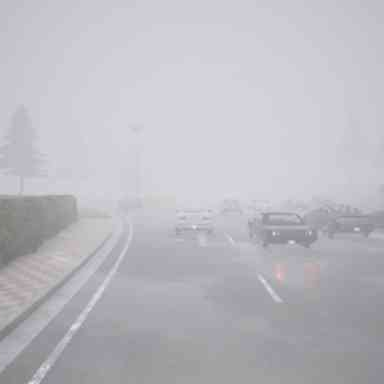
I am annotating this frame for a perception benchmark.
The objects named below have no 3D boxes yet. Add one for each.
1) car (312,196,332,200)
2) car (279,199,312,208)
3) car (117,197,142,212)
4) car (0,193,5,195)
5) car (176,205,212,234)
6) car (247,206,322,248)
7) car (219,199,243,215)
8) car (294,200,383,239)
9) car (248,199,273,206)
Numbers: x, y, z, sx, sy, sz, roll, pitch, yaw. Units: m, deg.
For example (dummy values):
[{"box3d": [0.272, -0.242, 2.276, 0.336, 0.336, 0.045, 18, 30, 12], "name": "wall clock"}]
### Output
[{"box3d": [14.108, 1.261, 36.631, 1.837, 1.490, 4.892, 0, 0, 0], "name": "car"}, {"box3d": [10.610, 1.367, 35.033, 1.895, 1.301, 4.718, 0, 0, 0], "name": "car"}, {"box3d": [-6.731, 1.255, 35.514, 2.128, 1.511, 4.902, 0, 0, -25], "name": "car"}, {"box3d": [-46.613, 0.988, 80.640, 4.718, 1.301, 1.895, 0, 0, 40], "name": "car"}, {"box3d": [0.091, 1.405, 18.056, 1.812, 1.442, 4.674, 0, 0, 0], "name": "car"}, {"box3d": [3.605, 1.505, 14.232, 1.895, 1.301, 4.718, 0, 0, 0], "name": "car"}, {"box3d": [3.607, 1.339, 31.219, 2.033, 1.411, 5.357, 0, 0, 0], "name": "car"}, {"box3d": [7.104, 1.379, 16.736, 2.128, 1.511, 4.902, 0, 0, 0], "name": "car"}, {"box3d": [7.108, 1.367, 35.031, 1.895, 1.301, 4.718, 0, 0, 0], "name": "car"}]
